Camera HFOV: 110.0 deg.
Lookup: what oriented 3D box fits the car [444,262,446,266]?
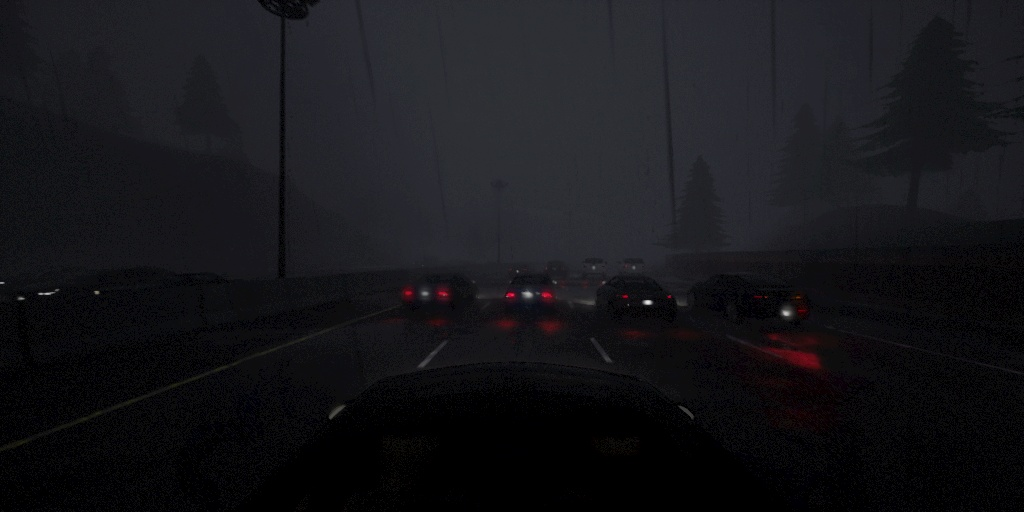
[{"bbox_3d":[-9.689,1.272,59.666,2.097,1.767,4.553,0,0,22],"label":"car"}]

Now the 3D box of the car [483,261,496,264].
[{"bbox_3d":[-3.533,1.490,56.189,1.994,1.385,4.181,0,0,21],"label":"car"}]

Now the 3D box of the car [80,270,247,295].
[{"bbox_3d":[-13.408,1.354,14.438,1.895,1.301,4.718,0,0,5],"label":"car"}]

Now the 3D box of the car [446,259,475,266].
[{"bbox_3d":[-7.562,1.459,55.595,2.033,1.411,5.357,0,0,21],"label":"car"}]

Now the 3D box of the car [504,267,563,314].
[{"bbox_3d":[0.797,1.343,14.185,2.033,1.411,5.357,0,0,5],"label":"car"}]

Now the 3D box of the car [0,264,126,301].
[{"bbox_3d":[-23.538,1.228,18.286,2.128,1.511,4.902,0,0,6],"label":"car"}]

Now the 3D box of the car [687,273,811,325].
[{"bbox_3d":[7.669,1.314,12.168,1.837,1.490,4.892,0,0,5],"label":"car"}]

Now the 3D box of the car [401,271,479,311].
[{"bbox_3d":[-2.680,1.333,14.574,2.033,1.411,5.357,0,0,6],"label":"car"}]

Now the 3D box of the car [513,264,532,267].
[{"bbox_3d":[0.993,1.432,35.380,1.994,1.385,4.181,0,0,14],"label":"car"}]

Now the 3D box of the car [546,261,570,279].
[{"bbox_3d":[4.450,1.228,34.765,2.097,1.767,4.553,0,0,14],"label":"car"}]

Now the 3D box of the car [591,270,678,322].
[{"bbox_3d":[4.215,1.364,12.690,1.994,1.385,4.181,0,0,5],"label":"car"}]

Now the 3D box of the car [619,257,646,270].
[{"bbox_3d":[11.668,1.120,34.904,2.150,2.045,5.566,0,0,15],"label":"car"}]

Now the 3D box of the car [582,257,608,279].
[{"bbox_3d":[7.968,1.108,34.590,2.150,2.045,5.566,0,0,14],"label":"car"}]

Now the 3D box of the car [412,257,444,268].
[{"bbox_3d":[-13.901,1.125,58.587,2.150,2.045,5.566,0,0,21],"label":"car"}]

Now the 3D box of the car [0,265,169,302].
[{"bbox_3d":[-16.856,1.250,14.871,1.837,1.490,4.892,0,0,6],"label":"car"}]
